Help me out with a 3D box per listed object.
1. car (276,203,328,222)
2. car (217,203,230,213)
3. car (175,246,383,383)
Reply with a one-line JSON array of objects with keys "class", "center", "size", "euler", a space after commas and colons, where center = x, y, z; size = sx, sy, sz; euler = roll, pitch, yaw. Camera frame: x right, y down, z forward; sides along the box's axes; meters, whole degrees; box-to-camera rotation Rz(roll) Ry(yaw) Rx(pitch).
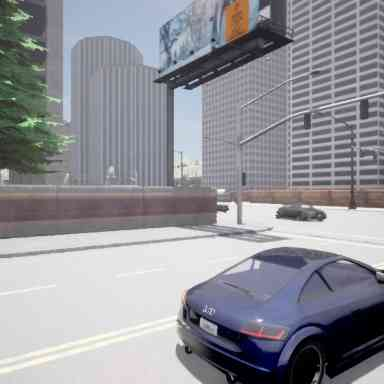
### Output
[{"class": "car", "center": [8.567, 1.564, 26.278], "size": [1.994, 1.385, 4.181], "euler": [0, 0, -25]}, {"class": "car", "center": [2.040, 1.600, 36.736], "size": [1.895, 1.301, 4.718], "euler": [0, 0, -35]}, {"class": "car", "center": [1.837, 1.564, 5.099], "size": [4.181, 1.385, 1.994], "euler": [0, 0, -35]}]
